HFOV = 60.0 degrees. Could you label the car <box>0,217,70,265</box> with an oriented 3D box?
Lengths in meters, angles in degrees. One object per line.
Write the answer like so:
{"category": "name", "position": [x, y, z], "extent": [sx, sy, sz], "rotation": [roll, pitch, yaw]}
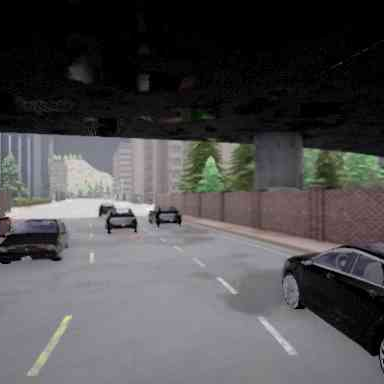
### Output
{"category": "car", "position": [-5.842, 1.733, 12.899], "extent": [2.033, 1.411, 5.357], "rotation": [0, -1, -16]}

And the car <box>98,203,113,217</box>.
{"category": "car", "position": [-9.754, 1.981, 38.389], "extent": [1.882, 1.535, 5.008], "rotation": [0, -1, -17]}

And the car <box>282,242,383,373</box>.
{"category": "car", "position": [3.012, 1.536, 5.179], "extent": [2.128, 1.511, 4.902], "rotation": [0, -1, -7]}

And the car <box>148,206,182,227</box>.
{"category": "car", "position": [-2.118, 1.799, 25.374], "extent": [2.128, 1.511, 4.902], "rotation": [0, -1, -17]}

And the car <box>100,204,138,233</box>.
{"category": "car", "position": [-4.709, 1.775, 21.836], "extent": [2.128, 1.511, 4.902], "rotation": [0, -1, -17]}

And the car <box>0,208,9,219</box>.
{"category": "car", "position": [-10.495, 1.605, 16.511], "extent": [2.097, 1.767, 4.553], "rotation": [0, -1, -16]}
